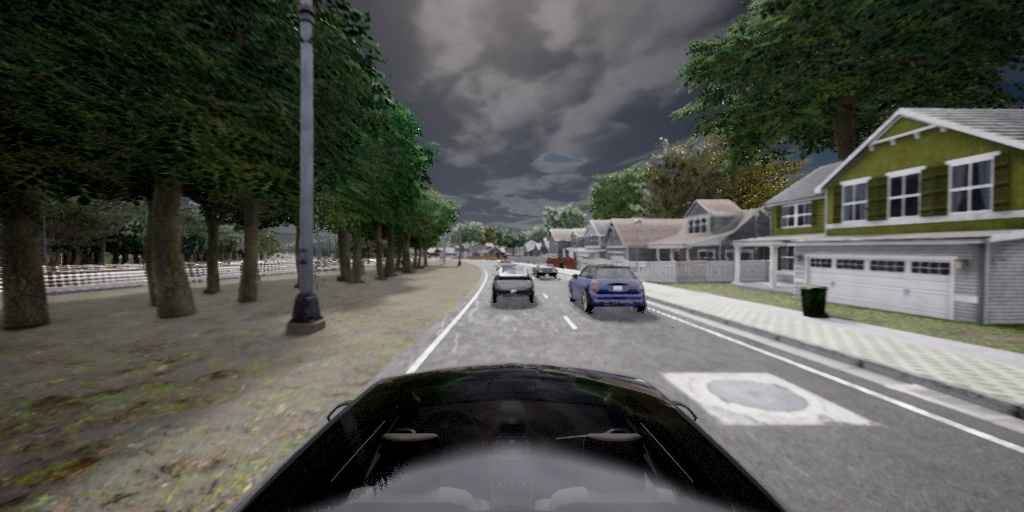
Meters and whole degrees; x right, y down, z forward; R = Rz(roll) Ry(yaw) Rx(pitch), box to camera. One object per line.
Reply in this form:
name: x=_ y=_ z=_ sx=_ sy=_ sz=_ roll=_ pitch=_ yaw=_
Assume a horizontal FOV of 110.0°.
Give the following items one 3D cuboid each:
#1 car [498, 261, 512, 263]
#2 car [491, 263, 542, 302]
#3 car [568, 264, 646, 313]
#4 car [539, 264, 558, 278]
car: x=-0.689 y=1.255 z=35.189 sx=1.837 sy=1.490 sz=4.892 roll=0 pitch=0 yaw=-3
car: x=0.023 y=1.249 z=17.024 sx=2.128 sy=1.511 sz=4.902 roll=0 pitch=0 yaw=-1
car: x=3.557 y=1.107 z=14.231 sx=2.097 sy=1.767 sz=4.553 roll=0 pitch=0 yaw=-1
car: x=2.939 y=1.350 z=33.327 sx=1.895 sy=1.301 sz=4.718 roll=0 pitch=0 yaw=-3
